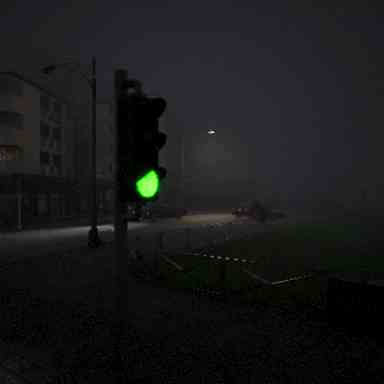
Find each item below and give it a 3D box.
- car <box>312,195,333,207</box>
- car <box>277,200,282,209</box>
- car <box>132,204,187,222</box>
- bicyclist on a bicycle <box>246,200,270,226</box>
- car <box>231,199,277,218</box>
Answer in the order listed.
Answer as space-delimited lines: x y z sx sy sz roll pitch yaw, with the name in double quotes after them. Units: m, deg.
19.865 1.367 50.396 2.097 1.767 4.553 0 0 36 "car"
10.210 1.568 44.019 2.033 1.411 5.357 0 0 36 "car"
-2.525 1.622 26.249 1.895 1.301 4.718 0 0 36 "car"
4.180 1.360 21.187 1.656 1.620 0.582 0 0 36 "bicyclist on a bicycle"
5.505 1.563 30.267 2.033 1.411 5.357 0 0 36 "car"
